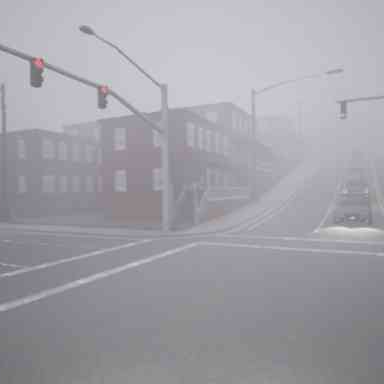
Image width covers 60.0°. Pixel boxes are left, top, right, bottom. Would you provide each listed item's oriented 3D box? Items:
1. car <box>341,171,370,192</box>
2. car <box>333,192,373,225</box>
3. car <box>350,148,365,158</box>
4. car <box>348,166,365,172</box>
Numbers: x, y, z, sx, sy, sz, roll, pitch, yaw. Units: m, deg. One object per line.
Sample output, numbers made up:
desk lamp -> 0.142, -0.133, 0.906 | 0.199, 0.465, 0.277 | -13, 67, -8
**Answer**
car -> 14.009, -0.379, 28.538 | 2.097, 1.767, 4.553 | -1, 9, 25
car -> 9.565, 1.049, 19.725 | 1.994, 1.385, 4.181 | -1, 4, 28
car -> 25.799, -6.038, 51.727 | 1.882, 1.535, 5.008 | -1, 10, 27
car -> 18.495, -2.182, 37.425 | 2.033, 1.411, 5.357 | -1, 12, 27
